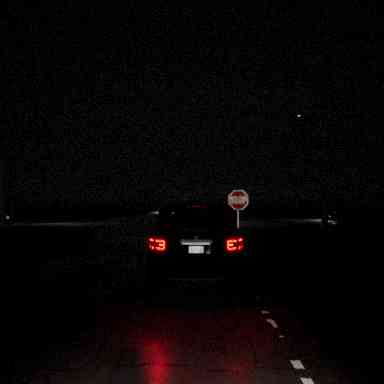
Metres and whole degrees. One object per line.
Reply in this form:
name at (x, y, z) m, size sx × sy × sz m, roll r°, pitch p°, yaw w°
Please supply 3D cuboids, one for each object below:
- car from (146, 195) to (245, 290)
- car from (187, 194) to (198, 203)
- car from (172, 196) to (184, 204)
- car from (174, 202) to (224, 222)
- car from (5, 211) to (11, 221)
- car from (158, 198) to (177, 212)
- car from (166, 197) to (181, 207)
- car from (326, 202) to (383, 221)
car at (0.091, 1.225, 9.217) m, size 2.150 × 2.045 × 5.566 m, roll 0°, pitch 0°, yaw 0°
car at (0.043, 1.403, 68.483) m, size 2.097 × 1.767 × 4.553 m, roll 0°, pitch 0°, yaw -1°
car at (-2.820, 1.598, 67.888) m, size 2.033 × 1.411 × 5.357 m, roll 0°, pitch 0°, yaw 0°
car at (0.527, 1.609, 27.740) m, size 1.994 × 1.385 × 4.181 m, roll 0°, pitch 0°, yaw -37°
car at (-15.510, 1.564, 23.551) m, size 4.902 × 1.511 × 2.128 m, roll 0°, pitch -1°, yaw -2°
car at (-2.881, 1.504, 40.416) m, size 1.882 × 1.535 × 5.008 m, roll 0°, pitch 0°, yaw 0°
car at (-2.869, 1.586, 52.923) m, size 2.033 × 1.411 × 5.357 m, roll 0°, pitch 0°, yaw 0°
car at (13.644, 1.539, 26.605) m, size 5.357 × 1.411 × 2.033 m, roll 0°, pitch -1°, yaw -1°
